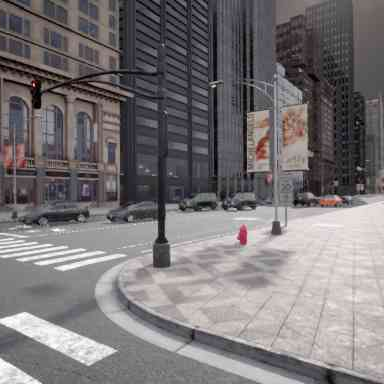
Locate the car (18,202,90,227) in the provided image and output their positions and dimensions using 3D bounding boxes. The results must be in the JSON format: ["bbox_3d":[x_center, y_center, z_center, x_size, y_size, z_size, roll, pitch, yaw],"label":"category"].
[{"bbox_3d":[-9.465,1.495,23.174,1.837,1.490,4.892,0,0,36],"label":"car"}]

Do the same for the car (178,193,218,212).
[{"bbox_3d":[0.793,1.165,37.554,2.150,2.045,5.566,-1,0,35],"label":"car"}]

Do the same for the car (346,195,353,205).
[{"bbox_3d":[25.240,1.331,54.767,1.837,1.490,4.892,-1,0,35],"label":"car"}]

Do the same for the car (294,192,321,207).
[{"bbox_3d":[16.438,1.081,48.002,2.150,2.045,5.566,-1,-1,35],"label":"car"}]

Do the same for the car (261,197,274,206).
[{"bbox_3d":[11.185,1.522,51.995,1.994,1.385,4.181,-1,0,35],"label":"car"}]

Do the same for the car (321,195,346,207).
[{"bbox_3d":[19.856,1.188,47.201,2.097,1.767,4.553,-1,0,36],"label":"car"}]

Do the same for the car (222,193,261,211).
[{"bbox_3d":[5.576,1.136,38.662,2.150,2.045,5.566,-1,0,35],"label":"car"}]

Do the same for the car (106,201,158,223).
[{"bbox_3d":[-4.178,1.458,24.959,1.837,1.490,4.892,-1,0,35],"label":"car"}]

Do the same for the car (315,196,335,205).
[{"bbox_3d":[22.809,1.398,56.958,2.033,1.411,5.357,-1,0,35],"label":"car"}]
